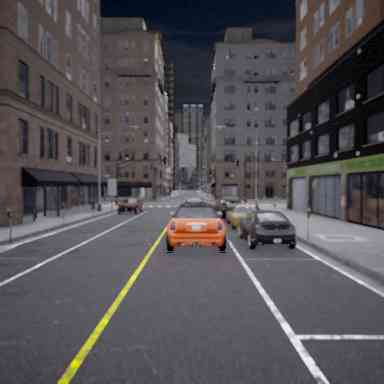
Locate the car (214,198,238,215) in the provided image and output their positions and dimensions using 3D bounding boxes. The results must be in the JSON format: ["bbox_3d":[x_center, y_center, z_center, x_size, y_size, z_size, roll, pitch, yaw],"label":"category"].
[{"bbox_3d":[2.998,1.241,30.274,1.802,1.307,4.206,-1,1,0],"label":"car"}]

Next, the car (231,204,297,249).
[{"bbox_3d":[2.922,1.400,13.517,2.008,1.369,4.403,-1,1,0],"label":"car"}]

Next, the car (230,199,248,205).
[{"bbox_3d":[2.948,1.309,19.272,1.752,1.417,4.829,-1,1,0],"label":"car"}]

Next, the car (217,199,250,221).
[{"bbox_3d":[2.973,1.288,24.689,1.947,1.339,4.313,-1,1,0],"label":"car"}]

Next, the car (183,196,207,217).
[{"bbox_3d":[0.222,1.155,28.686,1.882,1.535,5.008,0,1,0],"label":"car"}]

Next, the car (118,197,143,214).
[{"bbox_3d":[-5.547,1.204,30.310,1.887,1.381,4.507,-1,1,0],"label":"car"}]

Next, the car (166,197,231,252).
[{"bbox_3d":[0.155,1.203,13.302,2.097,1.767,4.553,0,1,0],"label":"car"}]
